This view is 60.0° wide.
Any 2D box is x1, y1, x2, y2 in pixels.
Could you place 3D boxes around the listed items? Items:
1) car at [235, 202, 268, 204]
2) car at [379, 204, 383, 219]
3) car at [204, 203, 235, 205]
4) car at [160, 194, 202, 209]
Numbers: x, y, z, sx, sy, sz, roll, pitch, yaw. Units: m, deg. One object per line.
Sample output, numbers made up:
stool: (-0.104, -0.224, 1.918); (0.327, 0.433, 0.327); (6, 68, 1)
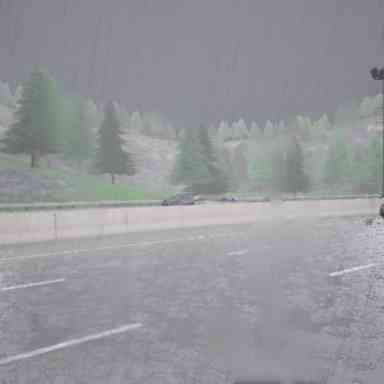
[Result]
car: (6.381, 1.098, 28.585); (4.718, 1.301, 1.895); (-1, 1, -29)
car: (13.719, 1.069, 20.579); (4.902, 1.511, 2.128); (-1, 1, -28)
car: (2.542, 1.094, 30.430); (4.718, 1.301, 1.895); (-1, 1, -30)
car: (-1.171, 0.988, 36.318); (4.181, 1.385, 1.994); (-1, 1, -30)
